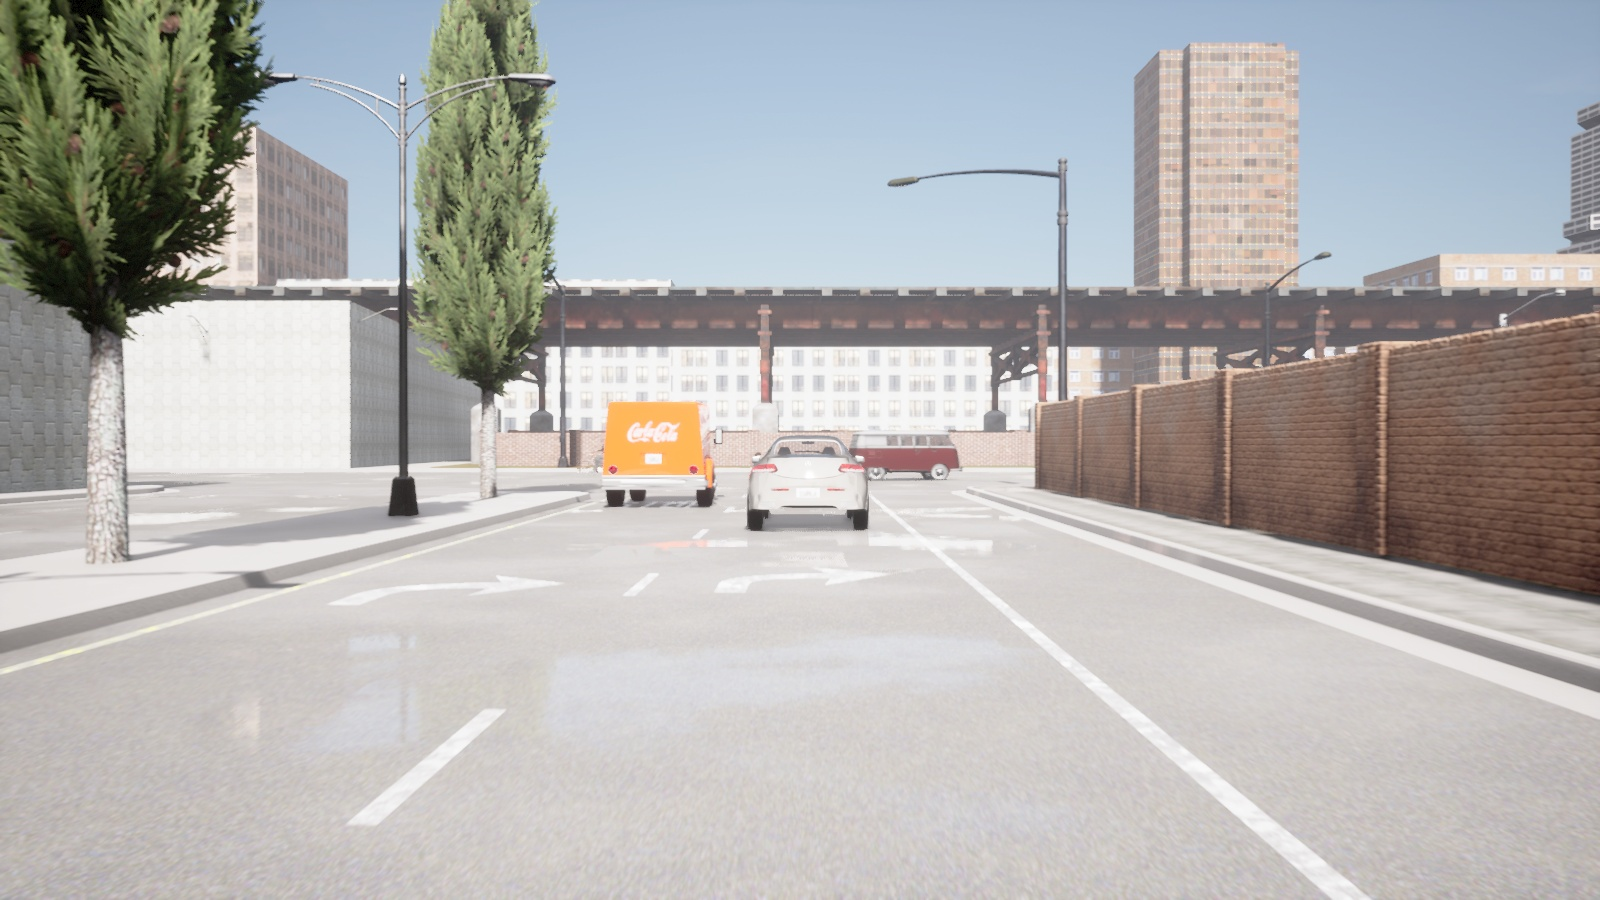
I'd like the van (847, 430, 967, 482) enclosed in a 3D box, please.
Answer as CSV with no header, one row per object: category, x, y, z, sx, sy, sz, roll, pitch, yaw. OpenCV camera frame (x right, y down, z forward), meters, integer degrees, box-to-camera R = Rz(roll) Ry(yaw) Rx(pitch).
van,4.192,0.223,49.589,4.442,1.987,1.775,0,0,-9

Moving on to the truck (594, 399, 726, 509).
truck,-3.309,0.080,30.918,2.627,2.467,5.204,0,0,0

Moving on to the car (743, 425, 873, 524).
car,0.149,0.393,23.403,2.152,1.651,5.027,0,0,0
